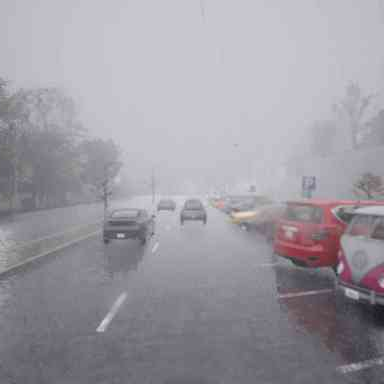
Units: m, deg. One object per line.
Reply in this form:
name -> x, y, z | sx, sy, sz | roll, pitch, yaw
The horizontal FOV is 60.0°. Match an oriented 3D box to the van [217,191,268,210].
van -> 4.977, 1.208, 30.612 | 4.442, 1.987, 1.878 | 1, 1, -20

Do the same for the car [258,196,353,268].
car -> 5.104, 1.260, 9.785 | 5.566, 2.045, 2.435 | 1, 0, -20

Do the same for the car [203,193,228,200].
car -> 5.124, 1.063, 72.434 | 4.792, 1.488, 2.163 | 1, 0, -20

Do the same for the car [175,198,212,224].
car -> 0.110, 1.480, 24.476 | 2.128, 1.511, 4.902 | 0, 0, 0

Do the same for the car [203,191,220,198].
car -> 5.102, 1.138, 57.505 | 4.892, 1.521, 2.231 | 1, 1, -20

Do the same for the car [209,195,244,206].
car -> 5.085, 1.265, 48.566 | 4.674, 1.452, 2.002 | 1, 0, -20

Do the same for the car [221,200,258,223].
car -> 4.907, 1.489, 21.641 | 5.366, 1.575, 1.946 | 1, 0, -20

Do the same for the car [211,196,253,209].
car -> 5.113, 1.326, 42.613 | 4.792, 1.488, 2.163 | 1, 0, -20

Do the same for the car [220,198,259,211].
car -> 5.076, 1.498, 27.682 | 4.674, 1.452, 2.002 | 1, 0, -20

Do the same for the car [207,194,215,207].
car -> 4.912, 1.330, 39.551 | 5.366, 1.575, 1.946 | 1, 1, -20

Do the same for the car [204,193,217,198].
car -> 4.915, 1.254, 45.517 | 5.366, 1.575, 1.946 | 1, 1, -20

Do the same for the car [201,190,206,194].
car -> 5.123, 0.860, 60.505 | 5.566, 2.045, 2.435 | 1, 0, -20

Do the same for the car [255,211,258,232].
car -> 5.071, 1.551, 12.756 | 4.674, 1.452, 2.002 | 1, 0, -20

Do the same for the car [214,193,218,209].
car -> 5.056, 1.278, 33.640 | 4.553, 1.767, 2.185 | 1, 0, -20

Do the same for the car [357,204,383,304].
car -> 5.050, 1.247, 3.789 | 5.566, 2.045, 2.435 | 1, 0, -20

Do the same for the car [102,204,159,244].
car -> -2.893, 1.526, 15.928 | 1.837, 1.490, 4.892 | 0, 0, 0

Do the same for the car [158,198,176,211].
car -> -2.884, 1.415, 38.839 | 1.994, 1.385, 4.181 | 0, 1, 0

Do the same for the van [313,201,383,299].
van -> 4.968, 1.278, 6.742 | 4.442, 1.987, 1.878 | 1, 0, -20

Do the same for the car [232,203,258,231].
car -> 5.050, 1.534, 18.713 | 4.792, 1.488, 2.163 | 1, 0, -20

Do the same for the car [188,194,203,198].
car -> 0.116, 1.326, 41.297 | 1.837, 1.490, 4.892 | 0, 1, 0
